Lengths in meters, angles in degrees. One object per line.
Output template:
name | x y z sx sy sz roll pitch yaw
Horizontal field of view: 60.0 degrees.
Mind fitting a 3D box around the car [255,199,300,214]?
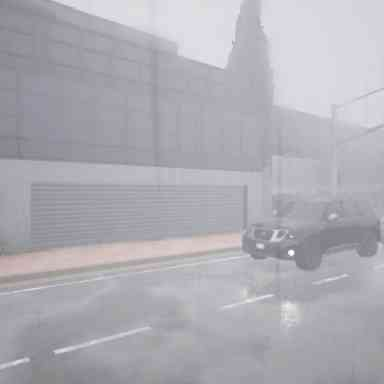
car | 9.321 1.526 36.705 1.812 1.442 4.674 0 0 -37

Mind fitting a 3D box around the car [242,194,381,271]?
car | 4.236 1.221 11.305 5.566 2.045 2.150 0 0 -36
